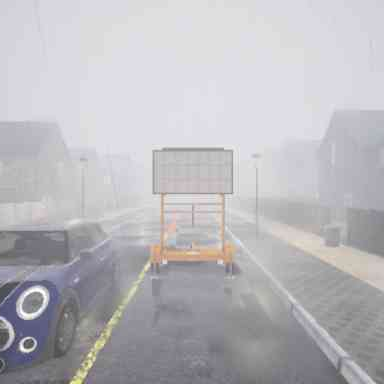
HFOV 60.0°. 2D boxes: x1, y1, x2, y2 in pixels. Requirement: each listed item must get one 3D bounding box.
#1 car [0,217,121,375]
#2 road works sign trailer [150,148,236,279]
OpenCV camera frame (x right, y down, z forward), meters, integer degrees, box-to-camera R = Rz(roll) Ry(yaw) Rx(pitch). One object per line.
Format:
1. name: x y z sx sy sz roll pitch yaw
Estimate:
1. car: -2.735 1.354 5.961 2.097 1.767 4.553 0 0 0
2. road works sign trailer: 0.029 0.470 10.055 2.380 3.560 2.880 0 0 1
